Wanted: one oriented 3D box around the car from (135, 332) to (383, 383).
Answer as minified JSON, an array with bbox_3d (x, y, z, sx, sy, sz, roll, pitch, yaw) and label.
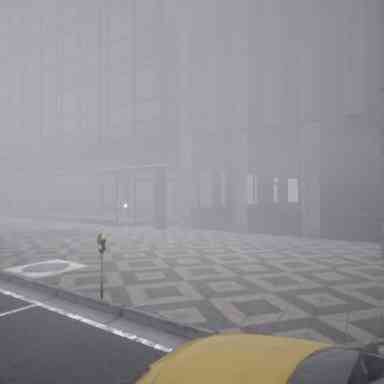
[{"bbox_3d":[1.630,1.525,1.920,4.829,1.417,1.752,0,0,36],"label":"car"}]
